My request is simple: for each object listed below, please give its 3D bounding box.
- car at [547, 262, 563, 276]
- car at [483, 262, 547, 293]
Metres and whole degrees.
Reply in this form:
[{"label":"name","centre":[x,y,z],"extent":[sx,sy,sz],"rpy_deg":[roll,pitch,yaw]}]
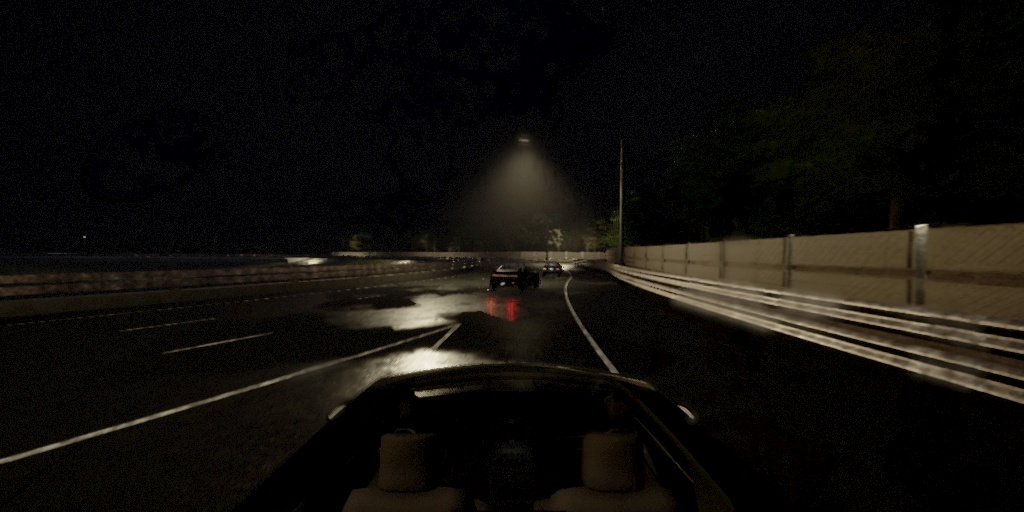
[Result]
[{"label":"car","centre":[4.111,1.293,36.567],"extent":[2.033,1.411,5.357],"rpy_deg":[1,0,9]},{"label":"car","centre":[0.270,1.219,20.556],"extent":[2.128,1.511,4.902],"rpy_deg":[1,0,18]}]
